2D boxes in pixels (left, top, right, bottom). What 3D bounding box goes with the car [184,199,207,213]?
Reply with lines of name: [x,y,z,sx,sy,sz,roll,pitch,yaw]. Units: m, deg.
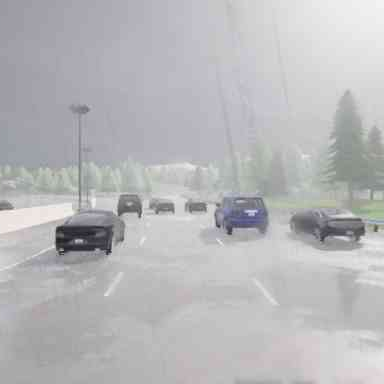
car: [0.349,1.477,36.849,1.882,1.535,5.008,0,0,-10]

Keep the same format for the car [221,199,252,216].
car: [4.426,1.502,33.680,1.837,1.490,4.892,0,-1,-9]

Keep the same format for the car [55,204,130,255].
car: [-3.900,1.477,13.463,1.882,1.535,5.008,0,0,-4]

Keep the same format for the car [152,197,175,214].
car: [-2.977,1.477,35.541,1.882,1.535,5.008,0,0,-9]

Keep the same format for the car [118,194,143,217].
car: [-5.779,1.220,31.116,2.150,2.045,5.566,0,0,-9]

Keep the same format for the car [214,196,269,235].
car: [2.705,1.221,19.210,2.150,2.045,5.566,0,0,-5]

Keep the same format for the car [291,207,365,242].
car: [6.425,1.491,16.320,2.128,1.511,4.902,0,0,-4]

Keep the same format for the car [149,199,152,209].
car: [-4.716,1.505,44.715,1.837,1.490,4.892,0,0,-13]
